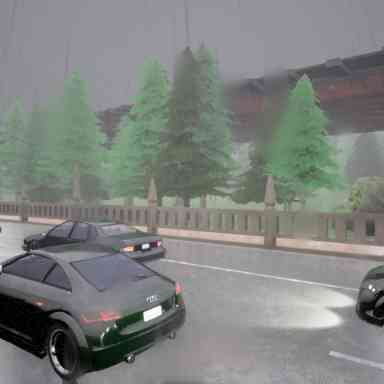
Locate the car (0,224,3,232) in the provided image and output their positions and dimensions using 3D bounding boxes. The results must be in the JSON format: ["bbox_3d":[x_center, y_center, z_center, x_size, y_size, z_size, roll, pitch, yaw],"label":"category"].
[{"bbox_3d":[-11.461,1.547,16.486,5.357,1.411,2.033,0,0,36],"label":"car"}]

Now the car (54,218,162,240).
[{"bbox_3d":[-3.312,1.547,10.671,5.357,1.411,2.033,0,0,36],"label":"car"}]

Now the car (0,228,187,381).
[{"bbox_3d":[-2.150,1.564,5.535,4.181,1.385,1.994,0,0,35],"label":"car"}]

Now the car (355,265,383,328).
[{"bbox_3d":[4.756,1.564,4.896,4.181,1.385,1.994,0,0,36],"label":"car"}]
